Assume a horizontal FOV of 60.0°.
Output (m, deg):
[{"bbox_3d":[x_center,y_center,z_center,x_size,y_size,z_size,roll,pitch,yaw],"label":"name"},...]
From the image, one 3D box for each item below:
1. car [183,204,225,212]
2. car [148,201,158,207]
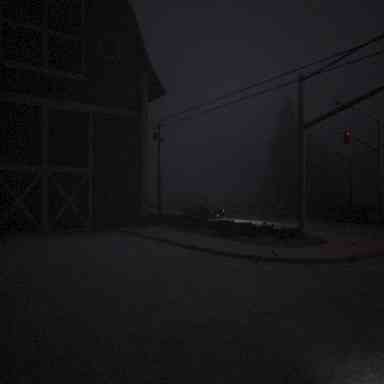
[{"bbox_3d":[1.098,1.816,31.969,1.895,1.301,4.718,0,0,-34],"label":"car"},{"bbox_3d":[-6.644,1.926,49.621,1.895,1.301,4.718,0,0,-34],"label":"car"}]
